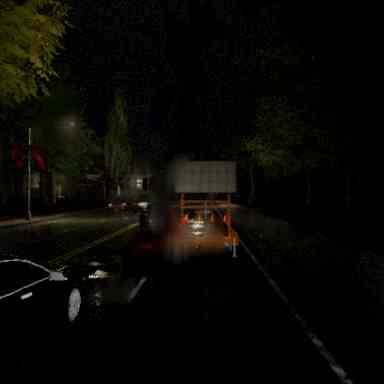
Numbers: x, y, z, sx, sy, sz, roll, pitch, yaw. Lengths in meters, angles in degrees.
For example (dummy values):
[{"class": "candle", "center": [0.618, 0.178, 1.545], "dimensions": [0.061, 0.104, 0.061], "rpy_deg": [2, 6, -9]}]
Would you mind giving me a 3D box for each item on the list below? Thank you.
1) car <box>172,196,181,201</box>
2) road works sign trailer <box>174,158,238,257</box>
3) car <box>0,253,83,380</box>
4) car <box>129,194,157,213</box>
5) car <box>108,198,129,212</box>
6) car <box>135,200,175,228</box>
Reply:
[{"class": "car", "center": [-3.630, 1.782, 78.351], "dimensions": [1.837, 1.490, 4.892], "rpy_deg": [0, -1, 2]}, {"class": "road works sign trailer", "center": [0.536, 0.479, 12.990], "dimensions": [2.380, 3.560, 2.880], "rpy_deg": [0, 0, 2]}, {"class": "car", "center": [-2.933, 1.508, 4.139], "dimensions": [1.837, 1.490, 4.892], "rpy_deg": [0, 0, 2]}, {"class": "car", "center": [-5.187, 1.305, 37.654], "dimensions": [2.150, 2.045, 5.566], "rpy_deg": [0, 0, 2]}, {"class": "car", "center": [-8.375, 1.444, 39.363], "dimensions": [2.097, 1.767, 4.553], "rpy_deg": [0, 0, 2]}, {"class": "car", "center": [-2.283, 1.537, 22.313], "dimensions": [1.837, 1.490, 4.892], "rpy_deg": [0, 0, 2]}]
